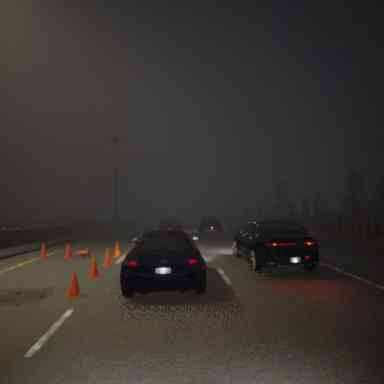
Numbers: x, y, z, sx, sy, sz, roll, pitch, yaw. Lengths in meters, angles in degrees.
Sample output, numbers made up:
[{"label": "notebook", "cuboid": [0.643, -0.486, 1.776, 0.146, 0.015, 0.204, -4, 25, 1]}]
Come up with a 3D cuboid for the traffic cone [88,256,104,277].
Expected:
[{"label": "traffic cone", "cuboid": [-2.882, 2.193, 9.839, 0.340, 0.580, 0.340, -1, -2, -3]}]

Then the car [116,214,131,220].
[{"label": "car", "cuboid": [-16.209, 6.346, 79.547, 2.150, 2.045, 5.566, -2, -4, 7]}]

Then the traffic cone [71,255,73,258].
[{"label": "traffic cone", "cuboid": [-4.557, 2.519, 13.697, 0.580, 0.340, 0.340, -1, -3, -7]}]

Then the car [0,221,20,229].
[{"label": "car", "cuboid": [-19.949, 3.874, 36.327, 1.812, 1.442, 4.674, -1, -4, -3]}]

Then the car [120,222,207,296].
[{"label": "car", "cuboid": [-0.734, 1.732, 9.159, 1.994, 1.385, 4.181, -1, -2, -3]}]

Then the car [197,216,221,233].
[{"label": "car", "cuboid": [1.570, 2.975, 30.925, 1.837, 1.490, 4.892, -1, -4, -3]}]

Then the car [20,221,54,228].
[{"label": "car", "cuboid": [-16.438, 3.826, 36.238, 1.994, 1.385, 4.181, -1, -4, -3]}]

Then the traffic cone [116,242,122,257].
[{"label": "traffic cone", "cuboid": [-3.103, 2.376, 13.830, 0.340, 0.580, 0.340, -1, -3, -3]}]

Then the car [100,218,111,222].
[{"label": "car", "cuboid": [-20.203, 6.703, 76.509, 1.994, 1.385, 4.181, -2, -4, 7]}]

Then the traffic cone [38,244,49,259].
[{"label": "traffic cone", "cuboid": [-6.093, 2.433, 13.661, 0.340, 0.580, 0.340, -1, -3, -3]}]

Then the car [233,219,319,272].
[{"label": "car", "cuboid": [2.646, 1.684, 11.393, 1.837, 1.490, 4.892, -1, -2, -3]}]

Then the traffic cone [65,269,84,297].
[{"label": "traffic cone", "cuboid": [-2.771, 2.125, 7.847, 0.340, 0.580, 0.340, -1, -2, -3]}]

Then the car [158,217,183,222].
[{"label": "car", "cuboid": [-1.744, 2.780, 27.453, 1.882, 1.535, 5.008, -1, -4, -3]}]

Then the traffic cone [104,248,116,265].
[{"label": "traffic cone", "cuboid": [-2.993, 2.276, 11.836, 0.340, 0.580, 0.340, -1, -3, -3]}]

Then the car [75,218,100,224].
[{"label": "car", "cuboid": [-13.214, 4.057, 41.429, 1.837, 1.490, 4.892, -1, -4, -3]}]

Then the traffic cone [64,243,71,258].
[{"label": "traffic cone", "cuboid": [-5.097, 2.414, 13.717, 0.340, 0.580, 0.340, -1, -3, -3]}]
